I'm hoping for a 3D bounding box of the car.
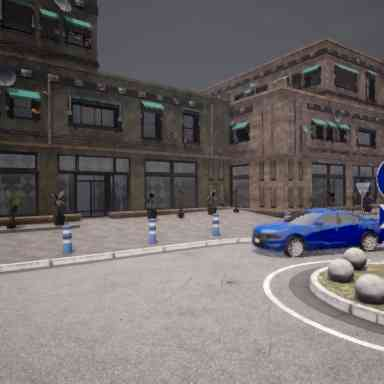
[{"bbox_3d":[4.617,1.377,12.197,5.008,1.535,1.882,0,0,-18],"label":"car"}]
